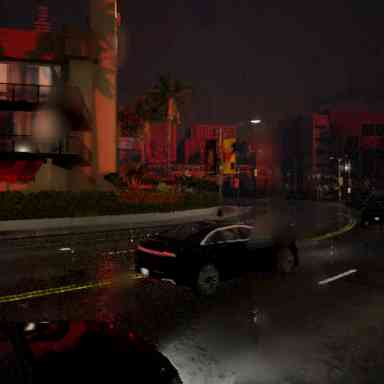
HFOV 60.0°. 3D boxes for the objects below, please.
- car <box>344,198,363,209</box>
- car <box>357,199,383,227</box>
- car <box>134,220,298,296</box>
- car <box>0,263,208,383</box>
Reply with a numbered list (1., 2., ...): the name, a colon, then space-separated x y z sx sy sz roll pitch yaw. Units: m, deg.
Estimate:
1. car: 21.658 1.529 43.055 2.033 1.411 5.357 0 0 2
2. car: 12.500 1.469 22.324 1.882 1.535 5.008 0 0 31
3. car: 0.845 1.485 8.663 4.902 1.511 2.128 0 0 -40
4. car: -1.997 1.562 2.089 4.181 1.385 1.994 0 0 -35
